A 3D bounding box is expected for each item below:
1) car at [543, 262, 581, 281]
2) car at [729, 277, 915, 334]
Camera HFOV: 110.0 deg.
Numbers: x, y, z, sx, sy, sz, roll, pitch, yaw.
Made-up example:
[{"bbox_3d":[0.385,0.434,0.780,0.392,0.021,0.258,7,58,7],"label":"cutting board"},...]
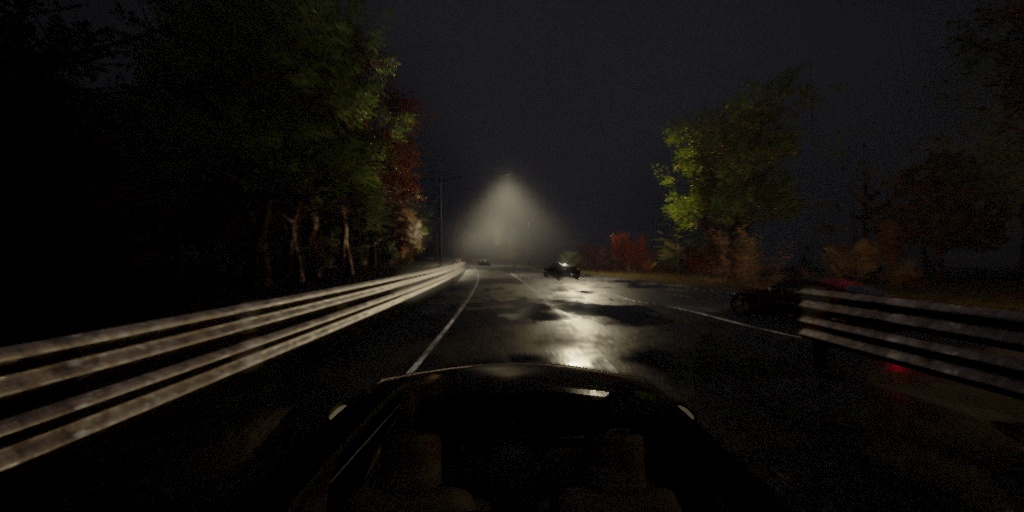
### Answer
[{"bbox_3d":[4.084,1.228,30.075,2.128,1.511,4.902,1,0,-14],"label":"car"},{"bbox_3d":[8.862,1.354,10.681,1.812,1.442,4.674,0,1,-14],"label":"car"}]
